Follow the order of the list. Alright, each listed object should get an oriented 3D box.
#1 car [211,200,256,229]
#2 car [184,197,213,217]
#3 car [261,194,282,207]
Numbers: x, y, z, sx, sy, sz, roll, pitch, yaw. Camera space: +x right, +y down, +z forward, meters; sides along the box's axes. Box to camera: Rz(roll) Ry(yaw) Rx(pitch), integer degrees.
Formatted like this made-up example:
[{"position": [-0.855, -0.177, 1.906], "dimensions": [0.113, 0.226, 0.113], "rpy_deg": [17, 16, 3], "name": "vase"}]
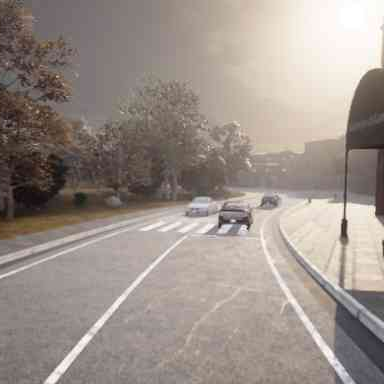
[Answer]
[{"position": [2.728, 1.294, 20.111], "dimensions": [2.128, 1.511, 4.902], "rpy_deg": [1, 1, 13], "name": "car"}, {"position": [0.839, 1.142, 27.166], "dimensions": [1.812, 1.442, 4.674], "rpy_deg": [1, 1, 17], "name": "car"}, {"position": [9.409, 0.963, 39.383], "dimensions": [1.837, 1.490, 4.892], "rpy_deg": [2, 2, 23], "name": "car"}]
